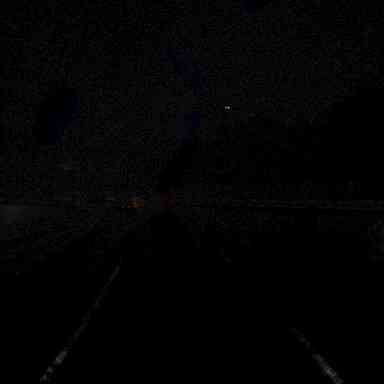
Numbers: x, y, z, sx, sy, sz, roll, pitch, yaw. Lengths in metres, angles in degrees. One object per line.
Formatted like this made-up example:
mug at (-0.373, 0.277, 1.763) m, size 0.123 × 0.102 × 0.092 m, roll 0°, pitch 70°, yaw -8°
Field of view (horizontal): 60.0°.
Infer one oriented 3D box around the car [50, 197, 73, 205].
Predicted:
car at (-27.294, 2.013, 69.413) m, size 1.895 × 1.301 × 4.718 m, roll -1°, pitch 0°, yaw -44°

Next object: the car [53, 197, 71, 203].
car at (-32.863, 1.981, 84.285) m, size 5.008 × 1.535 × 1.882 m, roll -1°, pitch 0°, yaw 38°

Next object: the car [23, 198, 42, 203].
car at (-38.767, 2.163, 80.072) m, size 4.718 × 1.301 × 1.895 m, roll -1°, pitch 0°, yaw 38°

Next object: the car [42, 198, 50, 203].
car at (-36.029, 2.134, 82.341) m, size 4.718 × 1.301 × 1.895 m, roll -1°, pitch 0°, yaw 38°

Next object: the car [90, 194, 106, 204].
car at (-21.111, 1.574, 73.023) m, size 2.150 × 2.045 × 5.566 m, roll -1°, pitch 0°, yaw -44°

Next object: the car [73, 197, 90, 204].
car at (-24.591, 1.914, 71.666) m, size 2.128 × 1.511 × 4.902 m, roll -1°, pitch 0°, yaw -44°

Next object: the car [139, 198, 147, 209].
car at (-7.955, 1.636, 47.557) m, size 1.882 × 1.535 × 5.008 m, roll 0°, pitch 0°, yaw -26°

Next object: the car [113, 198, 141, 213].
car at (-7.997, 1.696, 39.316) m, size 2.033 × 1.411 × 5.357 m, roll -1°, pitch 0°, yaw -23°
